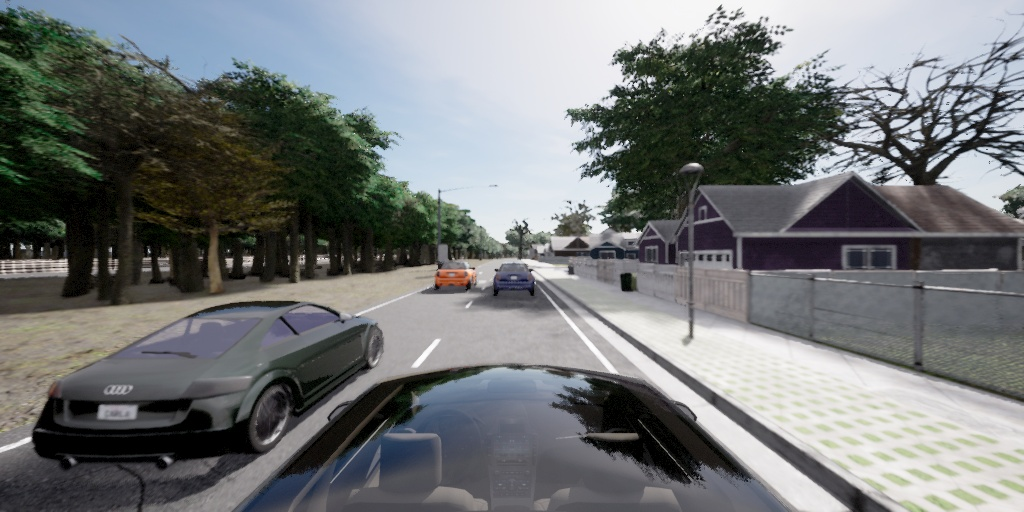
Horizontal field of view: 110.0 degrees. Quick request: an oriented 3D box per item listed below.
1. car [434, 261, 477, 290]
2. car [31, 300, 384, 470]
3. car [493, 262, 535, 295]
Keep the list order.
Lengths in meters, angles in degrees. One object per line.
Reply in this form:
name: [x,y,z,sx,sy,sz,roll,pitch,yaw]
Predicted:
car: [-3.403,1.085,22.386,2.097,1.767,4.553,0,0,0]
car: [-3.399,1.312,5.096,1.994,1.385,4.181,0,0,0]
car: [0.097,1.087,19.640,2.097,1.767,4.553,0,0,0]
